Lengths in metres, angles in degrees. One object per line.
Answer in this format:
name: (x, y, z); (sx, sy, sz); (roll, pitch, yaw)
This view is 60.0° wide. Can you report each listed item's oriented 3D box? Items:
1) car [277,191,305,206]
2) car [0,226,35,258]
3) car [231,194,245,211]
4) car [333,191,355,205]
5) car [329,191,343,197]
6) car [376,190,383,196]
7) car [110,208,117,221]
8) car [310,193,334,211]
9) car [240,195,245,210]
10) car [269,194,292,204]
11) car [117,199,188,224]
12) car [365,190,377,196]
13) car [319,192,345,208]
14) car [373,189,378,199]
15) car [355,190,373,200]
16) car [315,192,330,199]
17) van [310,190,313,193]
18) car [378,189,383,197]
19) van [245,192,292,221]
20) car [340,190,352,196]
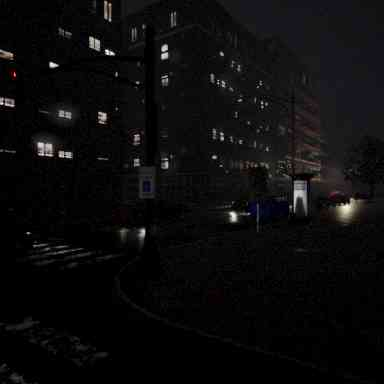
car: (12.904, 0.742, 43.147); (2.097, 1.767, 4.553); (0, 1, 36)
car: (-7.258, 1.448, 10.092); (1.812, 1.442, 4.674); (0, 1, 36)
car: (5.709, 0.911, 33.136); (2.097, 1.767, 4.553); (0, 1, 36)
car: (18.797, 0.923, 42.138); (1.947, 1.339, 4.313); (1, 1, 36)
car: (32.227, 0.428, 74.499); (1.887, 1.381, 4.507); (1, 1, 36)
car: (45.077, 0.314, 78.932); (1.802, 1.307, 4.206); (1, 1, 36)
car: (-3.871, 1.283, 23.960); (1.887, 1.381, 4.507); (1, 1, 36)
car: (12.226, 1.078, 32.939); (1.947, 1.339, 4.313); (1, 1, 36)
car: (6.249, 1.171, 29.001); (1.994, 1.385, 4.181); (0, 1, 36)
car: (12.537, 0.933, 46.933); (1.802, 1.307, 4.206); (1, 1, 36)
car: (-2.232, 1.225, 22.028); (1.882, 1.535, 5.008); (0, 1, 35)
car: (44.183, 0.216, 82.110); (1.994, 1.385, 4.181); (0, 1, 36)
car: (15.511, 0.979, 37.538); (1.887, 1.381, 4.507); (1, 1, 36)
car: (31.937, 0.590, 60.535); (1.887, 1.381, 4.507); (1, 1, 36)
car: (28.652, 0.563, 55.934); (1.967, 1.590, 4.097); (1, 1, 36)
car: (25.664, 0.621, 65.311); (1.802, 1.307, 4.206); (1, 1, 36)
van: (19.102, 0.536, 56.118); (1.690, 1.788, 3.998); (1, 1, 36)
car: (41.792, 0.355, 74.333); (1.887, 1.381, 4.507); (1, 1, 36)
van: (5.657, 1.009, 23.736); (1.690, 1.788, 3.998); (1, 1, 36)
car: (38.791, 0.278, 83.688); (2.008, 1.369, 4.403); (1, 1, 36)
